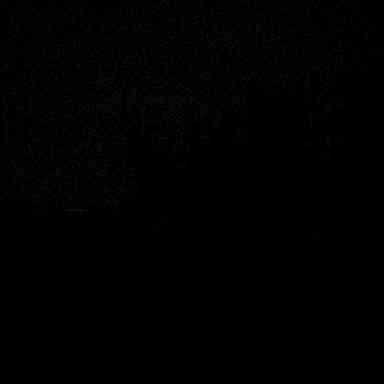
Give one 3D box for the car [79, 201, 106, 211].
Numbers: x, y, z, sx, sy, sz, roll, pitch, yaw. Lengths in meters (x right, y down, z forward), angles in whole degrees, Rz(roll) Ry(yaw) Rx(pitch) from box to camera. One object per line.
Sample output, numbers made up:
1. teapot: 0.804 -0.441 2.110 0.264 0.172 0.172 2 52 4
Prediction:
1. car: -15.249 2.079 51.217 1.994 1.385 4.181 4 1 36
